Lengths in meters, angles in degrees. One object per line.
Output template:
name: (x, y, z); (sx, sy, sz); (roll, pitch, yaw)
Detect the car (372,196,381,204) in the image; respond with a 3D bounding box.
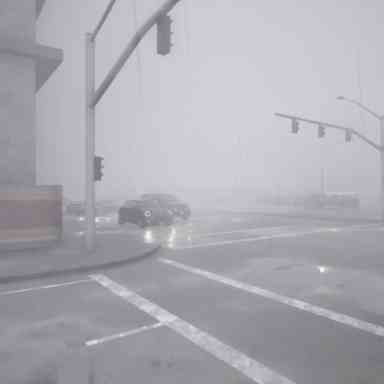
car: (31.460, 1.362, 54.812); (3.806, 1.475, 1.970); (0, 0, -35)

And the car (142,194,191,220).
car: (-2.351, 1.158, 26.540); (2.150, 2.045, 5.566); (0, 0, -36)

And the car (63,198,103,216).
car: (-10.550, 1.540, 31.958); (1.895, 1.301, 4.718); (0, 0, -36)

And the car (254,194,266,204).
car: (12.538, 1.129, 55.320); (4.605, 1.855, 1.932); (0, 0, -35)

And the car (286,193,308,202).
car: (21.625, 1.120, 68.552); (4.605, 1.855, 1.932); (0, 0, -35)

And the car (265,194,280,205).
car: (14.129, 1.339, 53.159); (3.905, 1.438, 1.784); (0, 0, -35)

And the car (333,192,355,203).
car: (35.913, 1.113, 78.691); (3.866, 1.878, 1.905); (0, 0, -35)

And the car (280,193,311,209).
car: (15.801, 1.371, 50.796); (3.806, 1.475, 1.970); (0, 0, -35)

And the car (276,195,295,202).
car: (20.004, 1.331, 70.954); (3.905, 1.438, 1.784); (0, 0, -35)

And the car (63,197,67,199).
car: (-19.938, 1.484, 51.184); (2.033, 1.411, 5.357); (0, 0, -35)

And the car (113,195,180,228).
car: (-3.070, 1.291, 21.552); (2.097, 1.767, 4.553); (0, 0, -36)

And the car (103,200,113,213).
car: (-9.106, 1.538, 35.950); (1.895, 1.301, 4.718); (0, 0, -36)
